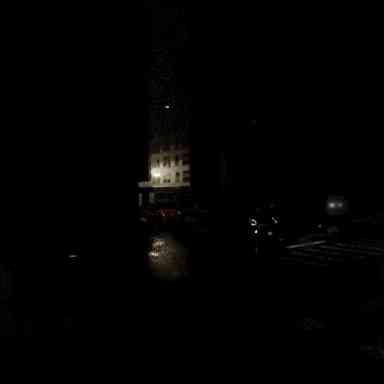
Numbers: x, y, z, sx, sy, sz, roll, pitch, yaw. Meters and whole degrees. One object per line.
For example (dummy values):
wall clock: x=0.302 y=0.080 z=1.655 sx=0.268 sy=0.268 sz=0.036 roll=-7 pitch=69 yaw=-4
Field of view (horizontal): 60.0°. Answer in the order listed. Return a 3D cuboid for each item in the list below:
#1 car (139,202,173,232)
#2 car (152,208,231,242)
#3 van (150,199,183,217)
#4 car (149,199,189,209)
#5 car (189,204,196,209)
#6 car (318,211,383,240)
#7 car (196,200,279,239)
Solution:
car: x=-3.353 y=1.701 z=22.132 sx=1.967 sy=1.590 sz=4.097 roll=-1 pitch=0 yaw=-36
car: x=-0.150 y=1.773 z=17.652 sx=1.802 sy=1.307 sz=4.206 roll=-1 pitch=0 yaw=-36
van: x=-2.816 y=1.680 z=36.045 sx=1.690 sy=1.788 sz=3.998 roll=-1 pitch=0 yaw=-36
car: x=-2.593 y=1.624 z=25.668 sx=2.097 sy=1.767 sz=4.553 roll=-1 pitch=0 yaw=-36
car: x=0.288 y=1.795 z=31.705 sx=1.752 sy=1.417 sz=4.829 roll=-1 pitch=0 yaw=-36
car: x=8.649 y=1.600 z=15.445 sx=2.033 sy=1.411 sz=5.357 roll=-1 pitch=-1 yaw=-35
car: x=2.579 y=1.512 z=18.394 sx=2.097 sy=1.767 sz=4.553 roll=-1 pitch=0 yaw=-35
